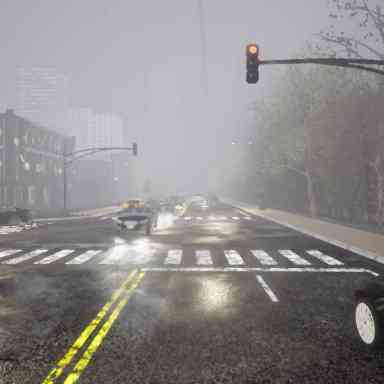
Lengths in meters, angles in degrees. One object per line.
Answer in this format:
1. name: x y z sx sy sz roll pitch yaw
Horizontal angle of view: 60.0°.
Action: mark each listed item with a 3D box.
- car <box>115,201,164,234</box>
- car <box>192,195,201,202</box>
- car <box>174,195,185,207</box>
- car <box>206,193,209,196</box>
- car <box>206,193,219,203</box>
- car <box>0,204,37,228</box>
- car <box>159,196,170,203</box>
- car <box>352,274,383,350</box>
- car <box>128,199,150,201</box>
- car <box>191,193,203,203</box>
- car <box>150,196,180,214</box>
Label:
1. car: -3.064 1.487 19.210 2.128 1.511 4.902 0 0 1
2. car: 1.137 1.509 76.734 2.033 1.411 5.357 0 0 1
3. car: -2.570 1.333 52.036 2.097 1.767 4.553 0 0 1
4. car: 4.387 1.195 76.609 2.150 2.045 5.566 0 0 1
5. car: 4.332 1.480 66.146 1.837 1.490 4.892 0 0 1
6. car: -12.914 1.590 21.953 4.902 1.511 2.128 -1 1 -12
7. car: -5.517 1.576 67.303 1.895 1.301 4.718 0 0 1
8. car: 3.394 1.477 3.191 1.882 1.535 5.008 0 0 1
9. car: -6.079 1.467 35.361 1.882 1.535 5.008 0 0 1
10. car: 1.083 1.197 66.110 2.150 2.045 5.566 0 0 1
11. car: -2.816 1.481 35.867 2.128 1.511 4.902 0 0 1
